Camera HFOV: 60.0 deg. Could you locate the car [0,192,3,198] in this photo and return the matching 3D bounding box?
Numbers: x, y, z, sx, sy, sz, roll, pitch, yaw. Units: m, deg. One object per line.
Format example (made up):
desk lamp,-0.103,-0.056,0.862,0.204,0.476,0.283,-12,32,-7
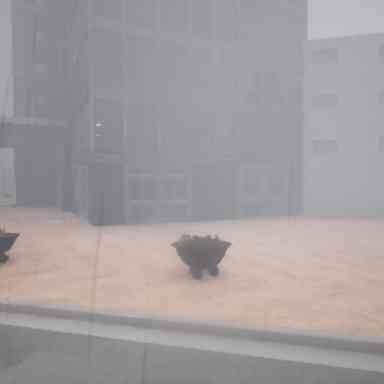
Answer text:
car,-36.908,0.469,60.635,1.837,1.490,4.892,0,1,14
